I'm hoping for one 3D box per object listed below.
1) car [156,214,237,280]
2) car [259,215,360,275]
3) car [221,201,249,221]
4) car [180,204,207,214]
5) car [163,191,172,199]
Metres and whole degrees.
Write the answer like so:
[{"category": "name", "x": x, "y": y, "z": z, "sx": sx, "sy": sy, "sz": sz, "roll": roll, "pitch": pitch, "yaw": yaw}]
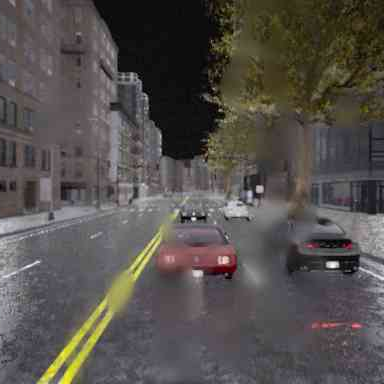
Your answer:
[{"category": "car", "x": 0.108, "y": 1.567, "z": 9.789, "sx": 1.895, "sy": 1.301, "sz": 4.718, "roll": 0, "pitch": 0, "yaw": 0}, {"category": "car", "x": 3.357, "y": 1.471, "z": 10.355, "sx": 1.837, "sy": 1.490, "sz": 4.892, "roll": 0, "pitch": 0, "yaw": 0}, {"category": "car", "x": 3.368, "y": 1.432, "z": 26.337, "sx": 1.812, "sy": 1.442, "sz": 4.674, "roll": 0, "pitch": 0, "yaw": 0}, {"category": "car", "x": 0.117, "y": 1.514, "z": 24.649, "sx": 1.895, "sy": 1.301, "sz": 4.718, "roll": 0, "pitch": 0, "yaw": 0}, {"category": "car", "x": -6.441, "y": 0.740, "z": 89.463, "sx": 2.150, "sy": 2.045, "sz": 5.566, "roll": 0, "pitch": 0, "yaw": 0}]
